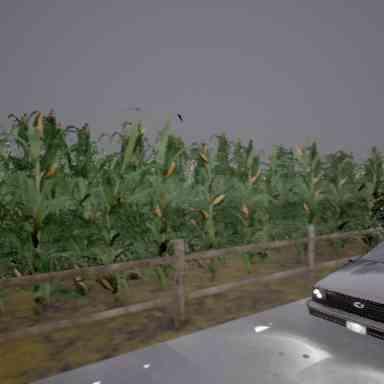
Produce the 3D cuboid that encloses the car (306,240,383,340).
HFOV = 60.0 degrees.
[{"bbox_3d":[4.478,1.522,6.258,5.357,1.411,2.033,0,0,-36],"label":"car"}]
